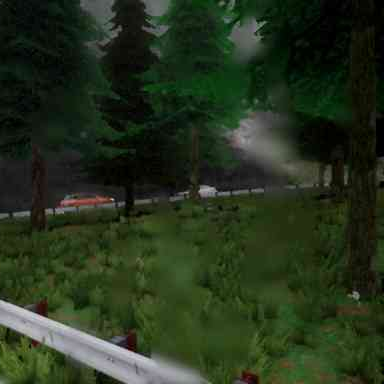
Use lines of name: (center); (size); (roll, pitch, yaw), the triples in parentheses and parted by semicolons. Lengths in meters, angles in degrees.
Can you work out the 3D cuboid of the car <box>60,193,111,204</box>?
car: (-8.815, 0.826, 28.262); (4.553, 1.767, 2.097); (-5, 3, -31)
